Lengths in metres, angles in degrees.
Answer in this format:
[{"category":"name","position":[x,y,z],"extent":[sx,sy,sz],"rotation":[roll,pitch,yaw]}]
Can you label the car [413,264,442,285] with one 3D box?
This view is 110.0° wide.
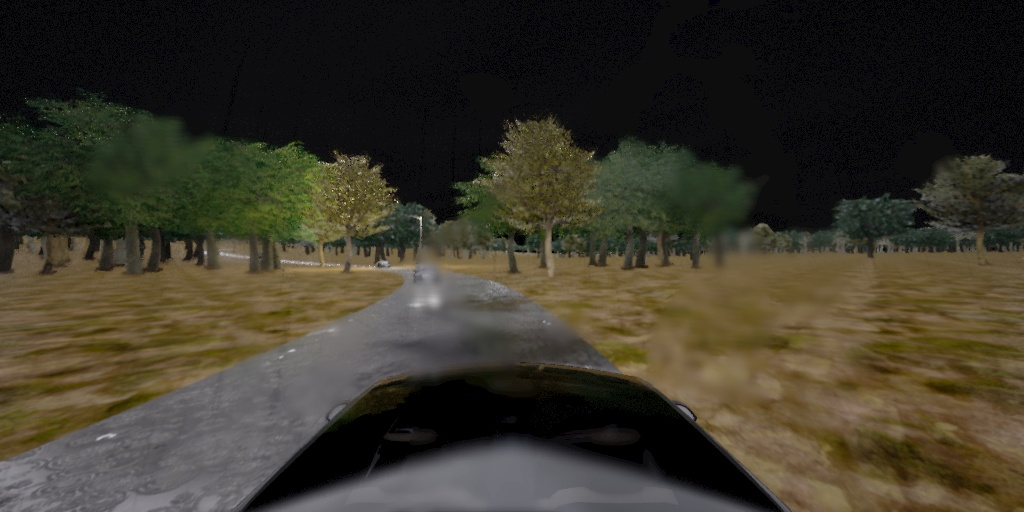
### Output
[{"category":"car","position":[-6.521,1.372,27.728],"extent":[2.128,1.511,4.902],"rotation":[0,0,-14]}]
